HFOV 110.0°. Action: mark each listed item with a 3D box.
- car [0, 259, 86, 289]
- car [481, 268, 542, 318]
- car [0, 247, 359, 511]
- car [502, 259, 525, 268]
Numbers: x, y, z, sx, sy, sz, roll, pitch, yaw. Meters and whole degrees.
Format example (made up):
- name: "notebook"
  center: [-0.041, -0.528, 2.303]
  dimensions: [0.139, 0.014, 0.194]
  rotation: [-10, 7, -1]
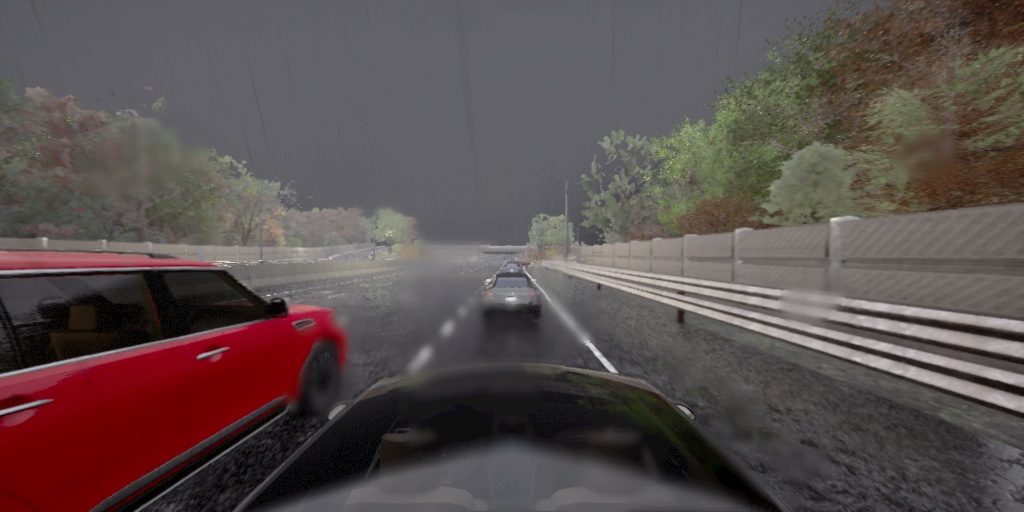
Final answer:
- name: "car"
  center: [-31.578, 1.087, 23.421]
  dimensions: [2.097, 1.767, 4.553]
  rotation: [0, 0, 0]
- name: "car"
  center: [-0.005, 1.303, 12.894]
  dimensions: [1.994, 1.385, 4.181]
  rotation: [0, 0, 0]
- name: "car"
  center: [-3.401, 0.970, 2.736]
  dimensions: [2.150, 2.045, 5.566]
  rotation: [0, 0, 0]
- name: "car"
  center: [-0.017, 1.303, 35.543]
  dimensions: [1.994, 1.385, 4.181]
  rotation: [0, 0, 0]
